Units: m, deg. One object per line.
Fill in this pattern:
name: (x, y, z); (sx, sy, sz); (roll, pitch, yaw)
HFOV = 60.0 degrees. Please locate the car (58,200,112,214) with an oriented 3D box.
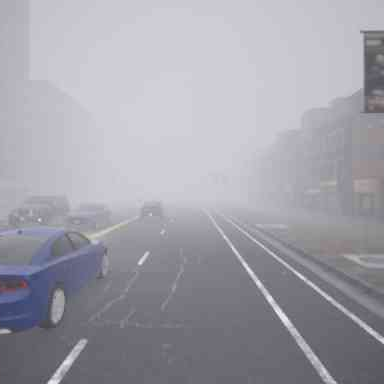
car: (-6.596, 1.444, 21.642); (1.882, 1.535, 5.008); (0, 0, 0)

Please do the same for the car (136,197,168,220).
car: (-3.149, 1.467, 27.641); (1.837, 1.490, 4.892); (0, 0, 0)

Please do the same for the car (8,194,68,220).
car: (-9.848, 1.188, 22.073); (2.150, 2.045, 5.566); (0, 0, 0)

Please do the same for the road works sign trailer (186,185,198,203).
road works sign trailer: (0.006, 0.445, 68.919); (2.380, 3.560, 2.880); (0, 0, 0)

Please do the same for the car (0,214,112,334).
car: (-3.151, 1.462, 6.920); (1.882, 1.535, 5.008); (0, 0, 0)

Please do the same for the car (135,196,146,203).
car: (-9.756, 1.471, 64.440); (1.837, 1.490, 4.892); (0, 0, 0)
